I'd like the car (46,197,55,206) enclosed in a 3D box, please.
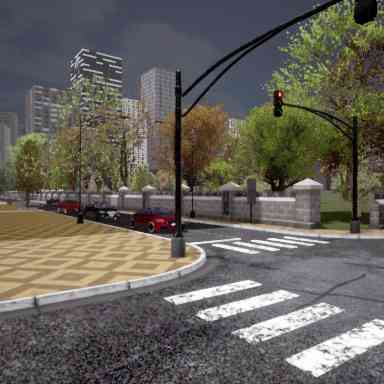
[{"bbox_3d":[-24.116,1.672,58.056,2.128,1.511,4.902,0,0,-34],"label":"car"}]

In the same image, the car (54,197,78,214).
[{"bbox_3d":[-13.308,1.577,36.459,1.882,1.535,5.008,0,0,-34],"label":"car"}]

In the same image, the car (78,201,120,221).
[{"bbox_3d":[-7.683,1.562,28.160,2.128,1.511,4.902,0,0,-34],"label":"car"}]

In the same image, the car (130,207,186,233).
[{"bbox_3d":[-2.138,1.606,19.990,1.994,1.385,4.181,0,0,-34],"label":"car"}]
